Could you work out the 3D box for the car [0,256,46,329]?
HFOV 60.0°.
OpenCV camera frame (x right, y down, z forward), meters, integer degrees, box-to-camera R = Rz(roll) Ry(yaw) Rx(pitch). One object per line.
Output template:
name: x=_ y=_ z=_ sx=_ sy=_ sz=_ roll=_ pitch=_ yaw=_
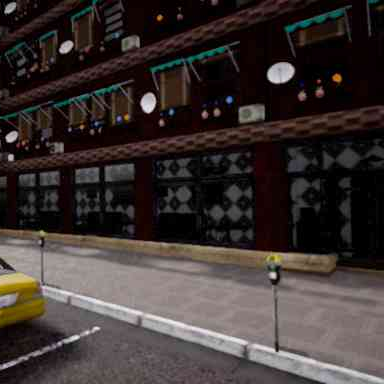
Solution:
car: x=-4.665 y=1.593 z=6.209 sx=4.829 sy=1.417 sz=1.752 roll=-1 pitch=-1 yaw=35
